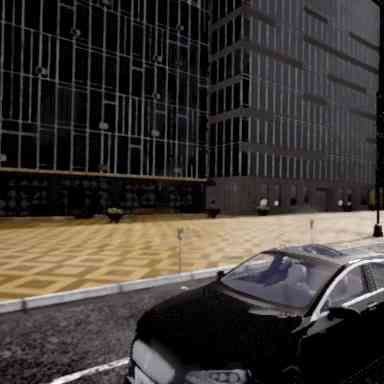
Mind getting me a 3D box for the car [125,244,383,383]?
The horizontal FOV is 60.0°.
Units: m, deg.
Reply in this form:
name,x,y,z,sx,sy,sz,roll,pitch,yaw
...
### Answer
name,x,y,z,sx,sy,sz,roll,pitch,yaw
car,1.558,1.533,4.491,4.902,1.511,2.128,1,0,-36
